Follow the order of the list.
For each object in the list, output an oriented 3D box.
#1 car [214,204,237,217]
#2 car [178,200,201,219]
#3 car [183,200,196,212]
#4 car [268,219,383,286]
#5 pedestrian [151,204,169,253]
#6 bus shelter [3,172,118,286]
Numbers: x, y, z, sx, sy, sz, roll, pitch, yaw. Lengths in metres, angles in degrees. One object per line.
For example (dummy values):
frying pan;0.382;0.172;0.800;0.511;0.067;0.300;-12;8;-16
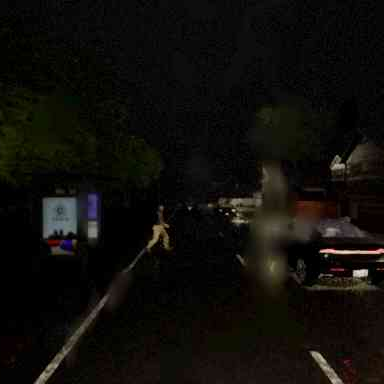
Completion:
car;3.280;1.814;33.589;1.895;1.301;4.718;0;-1;-1
car;-0.215;1.541;31.488;2.097;1.767;4.553;0;-1;0
car;-0.357;1.907;46.235;1.812;1.442;4.674;0;-1;-1
car;3.511;1.495;9.401;2.128;1.511;4.902;0;0;-1
pedestrian;-1.189;1.308;12.281;0.375;1.860;0.375;1;0;9
bus shelter;-3.604;0.880;9.966;1.920;2.740;3.880;0;0;-1
